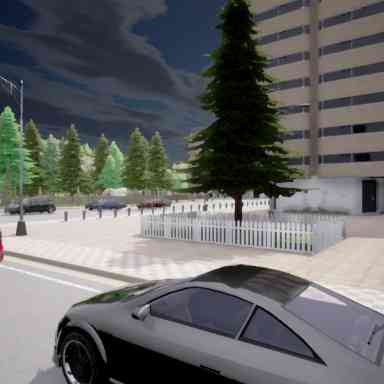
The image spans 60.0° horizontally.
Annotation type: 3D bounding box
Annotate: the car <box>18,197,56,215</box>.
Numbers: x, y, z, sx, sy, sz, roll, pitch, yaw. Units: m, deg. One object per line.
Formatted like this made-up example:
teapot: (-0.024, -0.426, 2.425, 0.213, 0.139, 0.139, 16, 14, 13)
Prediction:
car: (-16.248, 1.352, 33.583, 2.097, 1.767, 4.553, 0, 0, 35)

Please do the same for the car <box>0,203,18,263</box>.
car: (-7.370, 1.221, 9.189, 5.566, 2.045, 2.150, 0, 0, 36)

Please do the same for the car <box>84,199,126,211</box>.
car: (-10.675, 1.547, 41.422, 2.033, 1.411, 5.357, 0, 0, 35)

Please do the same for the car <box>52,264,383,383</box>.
car: (0.322, 1.564, 3.761, 4.181, 1.385, 1.994, 0, 0, 35)

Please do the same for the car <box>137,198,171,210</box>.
car: (-4.902, 1.601, 43.156, 1.895, 1.301, 4.718, 0, 0, 35)

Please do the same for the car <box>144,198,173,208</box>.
car: (-4.989, 1.564, 49.395, 1.994, 1.385, 4.181, 0, 0, 36)
